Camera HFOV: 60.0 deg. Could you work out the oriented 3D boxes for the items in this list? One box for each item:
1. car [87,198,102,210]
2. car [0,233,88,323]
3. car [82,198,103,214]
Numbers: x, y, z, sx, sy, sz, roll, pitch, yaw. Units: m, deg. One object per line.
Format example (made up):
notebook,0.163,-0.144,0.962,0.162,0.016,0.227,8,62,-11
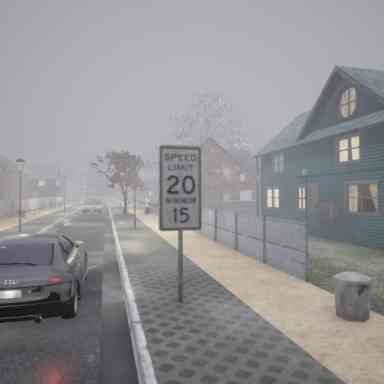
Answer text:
car,-13.478,1.616,46.221,1.837,1.490,4.892,0,0,-14
car,-3.358,1.576,7.155,1.994,1.385,4.181,0,0,-15
car,-10.956,1.682,36.675,1.895,1.301,4.718,0,0,-14
